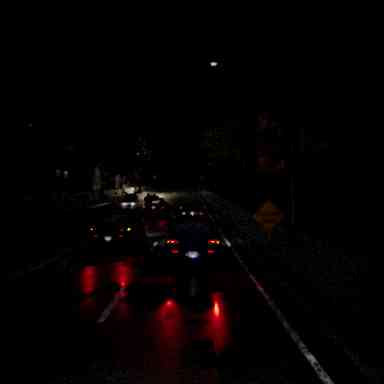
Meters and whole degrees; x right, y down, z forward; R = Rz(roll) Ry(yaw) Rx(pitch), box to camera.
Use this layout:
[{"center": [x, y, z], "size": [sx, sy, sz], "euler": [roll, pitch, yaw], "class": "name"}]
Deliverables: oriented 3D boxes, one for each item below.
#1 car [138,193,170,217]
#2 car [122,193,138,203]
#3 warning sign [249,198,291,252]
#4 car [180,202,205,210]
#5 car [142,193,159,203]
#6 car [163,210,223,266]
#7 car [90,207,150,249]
[{"center": [-3.175, 1.278, 29.625], "size": [2.097, 1.767, 4.553], "euler": [0, 1, 0], "class": "car"}, {"center": [-9.803, 0.888, 53.367], "size": [2.033, 1.411, 5.357], "euler": [0, 2, 0], "class": "car"}, {"center": [2.845, 1.178, 12.319], "size": [1.300, 1.860, 1.060], "euler": [-1, -1, 0], "class": "warning sign"}, {"center": [0.046, 1.525, 26.124], "size": [2.033, 1.411, 5.357], "euler": [0, 1, 0], "class": "car"}, {"center": [-6.557, 0.886, 53.424], "size": [2.033, 1.411, 5.357], "euler": [0, 2, 0], "class": "car"}, {"center": [0.050, 1.586, 11.693], "size": [1.812, 1.442, 4.674], "euler": [0, 0, 1], "class": "car"}, {"center": [-3.177, 1.585, 14.866], "size": [1.812, 1.442, 4.674], "euler": [0, -1, 0], "class": "car"}]
